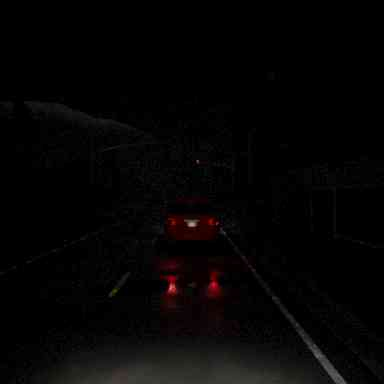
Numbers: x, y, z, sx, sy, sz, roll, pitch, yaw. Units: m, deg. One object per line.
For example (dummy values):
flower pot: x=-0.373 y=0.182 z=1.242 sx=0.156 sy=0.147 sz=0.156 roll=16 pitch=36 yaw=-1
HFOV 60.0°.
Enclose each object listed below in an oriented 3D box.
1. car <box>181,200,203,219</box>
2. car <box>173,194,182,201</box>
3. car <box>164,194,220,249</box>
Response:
car: x=0.000 y=1.532 z=29.650 sx=1.812 sy=1.442 sz=4.674 roll=0 pitch=0 yaw=0
car: x=-3.500 y=1.350 z=82.392 sx=2.097 sy=1.767 sz=4.553 roll=0 pitch=0 yaw=0
car: x=0.000 y=1.257 z=14.680 sx=2.150 sy=2.045 sz=5.566 roll=0 pitch=0 yaw=0
